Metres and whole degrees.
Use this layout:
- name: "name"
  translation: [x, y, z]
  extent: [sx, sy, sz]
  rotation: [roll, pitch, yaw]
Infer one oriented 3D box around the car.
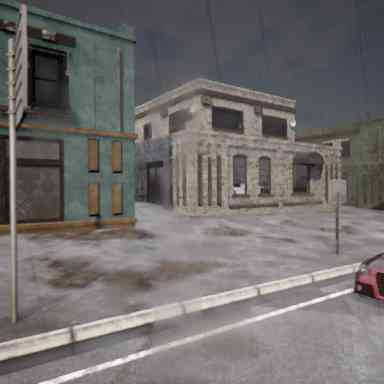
- name: "car"
  translation: [5.354, 1.610, 7.184]
  extent: [4.181, 1.385, 1.994]
  rotation: [1, 0, -35]
